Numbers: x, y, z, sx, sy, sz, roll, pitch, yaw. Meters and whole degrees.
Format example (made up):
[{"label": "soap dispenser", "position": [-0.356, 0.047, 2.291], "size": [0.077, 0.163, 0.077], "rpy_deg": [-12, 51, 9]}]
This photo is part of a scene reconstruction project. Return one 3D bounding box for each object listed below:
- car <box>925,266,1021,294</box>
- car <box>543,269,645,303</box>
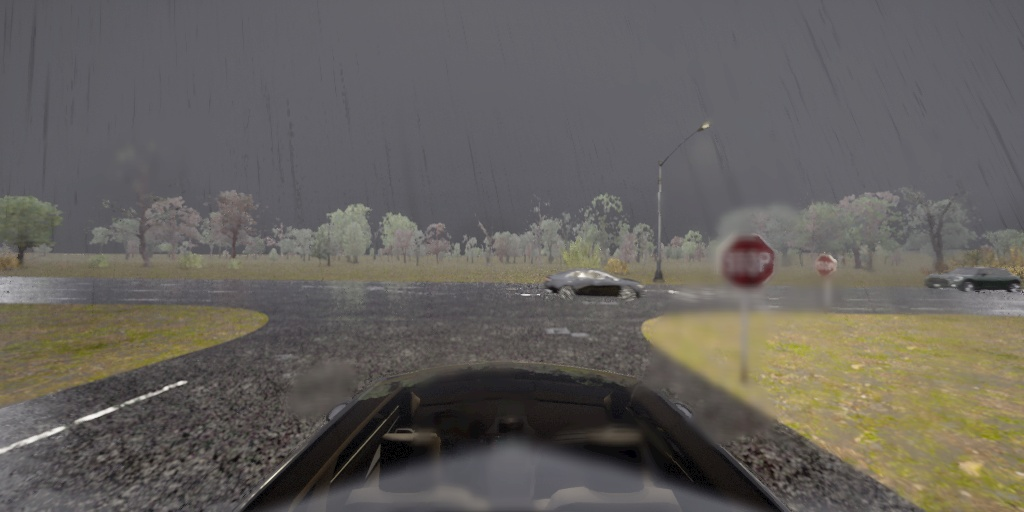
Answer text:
[{"label": "car", "position": [31.445, 1.539, 24.543], "size": [4.553, 1.767, 2.097], "rpy_deg": [1, 0, 0]}, {"label": "car", "position": [3.990, 1.391, 17.725], "size": [4.902, 1.511, 2.128], "rpy_deg": [1, 0, 0]}]
